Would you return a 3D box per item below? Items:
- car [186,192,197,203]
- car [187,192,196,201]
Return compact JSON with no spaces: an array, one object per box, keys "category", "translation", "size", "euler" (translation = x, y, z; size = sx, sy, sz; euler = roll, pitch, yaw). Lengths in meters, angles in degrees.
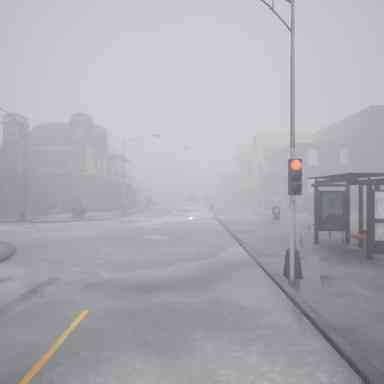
[{"category":"car","translation":[-0.066,1.352,67.214],"size":[2.097,1.767,4.553],"euler":[0,0,0]},{"category":"car","translation":[-0.076,1.057,77.277],"size":[2.150,2.045,5.566],"euler":[0,0,0]}]
